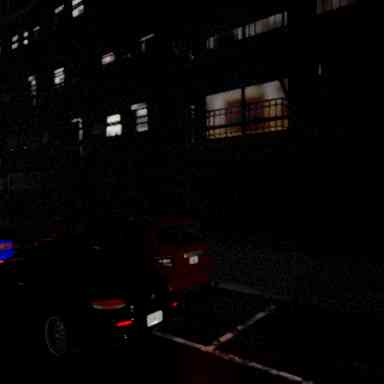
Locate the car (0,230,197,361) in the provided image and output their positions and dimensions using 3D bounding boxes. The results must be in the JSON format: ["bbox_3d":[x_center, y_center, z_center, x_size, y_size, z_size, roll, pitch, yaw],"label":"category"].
[{"bbox_3d":[-2.371,1.621,6.052,4.674,1.442,1.812,0,-1,37],"label":"car"}]

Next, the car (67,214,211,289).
[{"bbox_3d":[-1.880,1.444,8.010,5.009,1.841,2.192,0,-1,37],"label":"car"}]
